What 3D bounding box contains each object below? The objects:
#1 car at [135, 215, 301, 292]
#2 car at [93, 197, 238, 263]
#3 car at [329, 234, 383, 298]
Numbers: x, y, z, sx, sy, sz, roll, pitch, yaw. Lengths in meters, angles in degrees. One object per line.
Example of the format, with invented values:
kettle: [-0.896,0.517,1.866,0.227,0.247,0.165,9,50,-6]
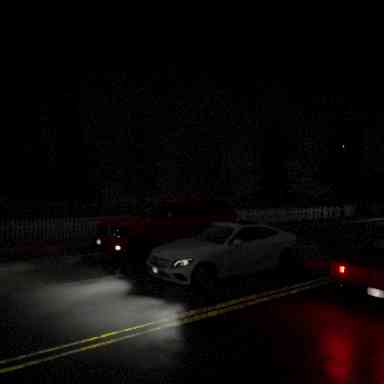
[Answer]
car: [1.046,1.523,9.044,4.674,1.442,1.812,0,0,-36]
car: [-0.687,1.219,12.106,5.566,2.045,2.150,0,0,-36]
car: [5.254,1.598,7.519,4.718,1.301,1.895,0,0,-35]
